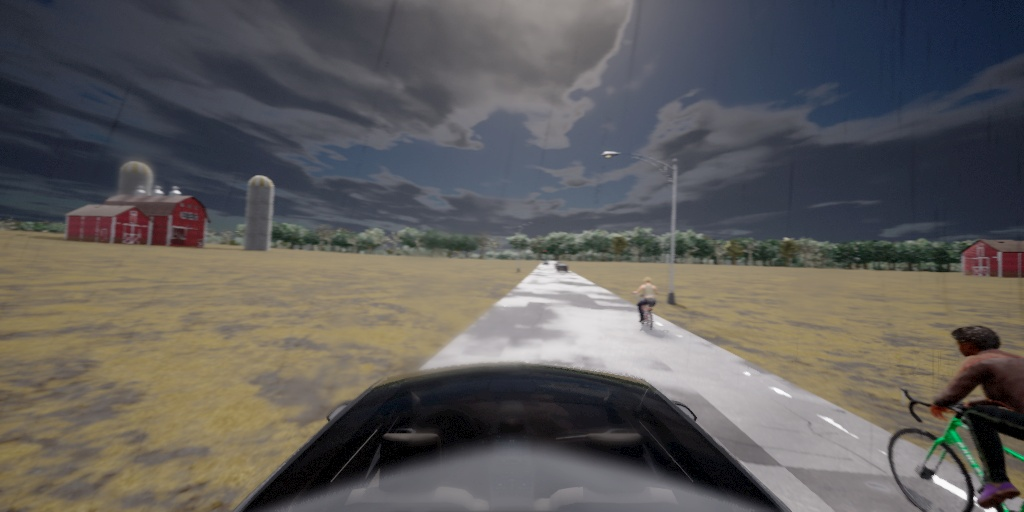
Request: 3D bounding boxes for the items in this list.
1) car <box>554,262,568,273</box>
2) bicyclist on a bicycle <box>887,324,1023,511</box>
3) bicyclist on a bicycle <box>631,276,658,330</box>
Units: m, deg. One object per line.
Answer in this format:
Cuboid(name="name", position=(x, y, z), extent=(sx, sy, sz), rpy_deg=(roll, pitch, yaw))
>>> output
Cuboid(name="car", position=(8.355, 1.908, 59.980), extent=(1.882, 1.535, 5.008), rpy_deg=(2, 0, 6))
Cuboid(name="bicyclist on a bicycle", position=(3.422, 1.336, 2.515), extent=(0.582, 1.620, 1.656), rpy_deg=(2, -1, 6))
Cuboid(name="bicyclist on a bicycle", position=(4.284, 1.453, 11.472), extent=(0.866, 1.612, 1.509), rpy_deg=(2, -1, 6))
